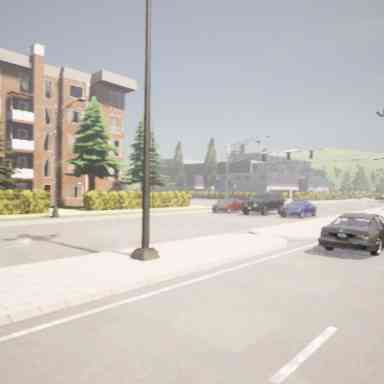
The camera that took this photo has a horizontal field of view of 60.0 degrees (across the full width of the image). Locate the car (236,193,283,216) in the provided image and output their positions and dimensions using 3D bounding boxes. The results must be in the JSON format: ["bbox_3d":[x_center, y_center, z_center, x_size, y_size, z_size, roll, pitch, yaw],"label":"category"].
[{"bbox_3d":[6.791,1.074,31.104,2.150,2.045,5.566,1,0,39],"label":"car"}]

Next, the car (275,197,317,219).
[{"bbox_3d":[9.264,1.447,28.618,1.812,1.442,4.674,1,0,40],"label":"car"}]

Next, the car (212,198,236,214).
[{"bbox_3d":[3.859,1.341,33.065,1.812,1.442,4.674,1,0,40],"label":"car"}]

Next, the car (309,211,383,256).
[{"bbox_3d":[6.761,1.541,13.242,2.033,1.411,5.357,1,1,41],"label":"car"}]
